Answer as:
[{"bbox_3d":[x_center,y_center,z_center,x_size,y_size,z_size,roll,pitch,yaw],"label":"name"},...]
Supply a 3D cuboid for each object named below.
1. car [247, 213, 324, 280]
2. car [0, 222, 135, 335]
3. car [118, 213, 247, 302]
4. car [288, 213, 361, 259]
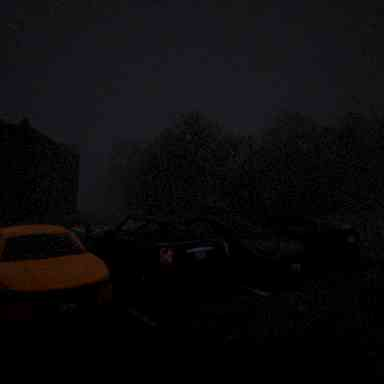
[{"bbox_3d":[1.223,1.486,10.283,2.163,1.488,4.792,0,0,-35],"label":"car"},{"bbox_3d":[-3.328,1.480,7.079,2.097,1.535,5.008,0,0,-36],"label":"car"},{"bbox_3d":[-1.044,1.346,8.663,2.185,1.767,4.553,0,0,-36],"label":"car"},{"bbox_3d":[3.456,1.469,11.948,2.163,1.488,4.792,0,0,-36],"label":"car"}]
